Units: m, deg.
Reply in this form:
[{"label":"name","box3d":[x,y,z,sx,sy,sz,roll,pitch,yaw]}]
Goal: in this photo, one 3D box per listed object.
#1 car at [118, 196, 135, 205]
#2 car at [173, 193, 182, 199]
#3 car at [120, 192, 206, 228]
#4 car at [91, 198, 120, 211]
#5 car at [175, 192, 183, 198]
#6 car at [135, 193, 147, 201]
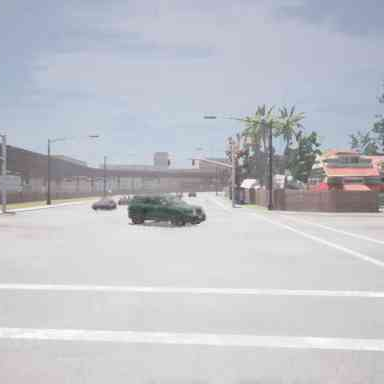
[{"label":"car","box3d":[-10.530,1.339,53.639,1.994,1.385,4.181,0,1,0]},{"label":"car","box3d":[-3.417,0.963,76.862,1.895,1.301,4.718,0,1,0]},{"label":"car","box3d":[-1.817,1.206,22.217,5.566,2.045,2.150,0,1,33]},{"label":"car","box3d":[-10.523,1.471,40.094,2.033,1.411,5.357,0,0,0]},{"label":"car","box3d":[-3.406,0.709,87.180,1.994,1.385,4.181,0,1,0]},{"label":"car","box3d":[-10.429,1.064,68.328,1.812,1.442,4.674,0,1,0]}]
